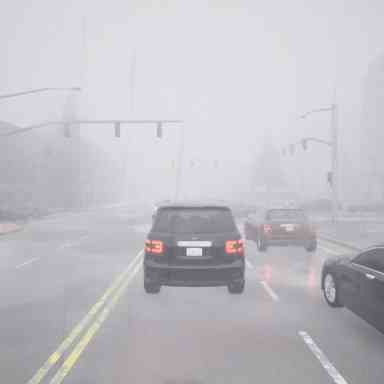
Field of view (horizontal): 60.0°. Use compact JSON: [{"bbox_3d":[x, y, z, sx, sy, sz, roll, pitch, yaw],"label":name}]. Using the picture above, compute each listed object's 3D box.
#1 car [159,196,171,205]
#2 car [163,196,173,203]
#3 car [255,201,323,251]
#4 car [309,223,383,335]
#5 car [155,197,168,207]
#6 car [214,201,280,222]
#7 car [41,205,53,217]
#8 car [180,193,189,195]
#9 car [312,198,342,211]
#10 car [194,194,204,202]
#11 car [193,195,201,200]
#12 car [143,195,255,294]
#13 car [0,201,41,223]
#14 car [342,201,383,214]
[{"bbox_3d":[-4.904,1.475,61.307,1.882,1.535,5.008,0,0,-1],"label":"car"},{"bbox_3d":[-5.079,1.549,71.188,1.994,1.385,4.181,0,0,-1],"label":"car"},{"bbox_3d":[3.535,1.351,14.138,2.097,1.767,4.553,0,0,0],"label":"car"},{"bbox_3d":[3.607,1.504,5.057,1.837,1.490,4.892,0,0,0],"label":"car"},{"bbox_3d":[-4.704,1.523,51.917,1.812,1.442,4.674,0,0,-1],"label":"car"},{"bbox_3d":[4.283,1.490,26.442,4.902,1.511,2.128,0,0,-3],"label":"car"},{"bbox_3d":[-14.727,1.490,28.856,4.902,1.511,2.128,0,0,-1],"label":"car"},{"bbox_3d":[-1.795,1.492,80.194,1.837,1.490,4.892,0,0,-1],"label":"car"},{"bbox_3d":[14.435,1.503,37.539,4.892,1.490,1.837,0,0,-2],"label":"car"},{"bbox_3d":[1.700,1.351,80.434,2.097,1.767,4.553,0,0,-1],"label":"car"},{"bbox_3d":[1.461,1.548,90.341,1.994,1.385,4.181,0,0,-1],"label":"car"},{"bbox_3d":[0.053,1.221,8.960,2.150,2.045,5.566,0,0,0],"label":"car"},{"bbox_3d":[-14.852,1.546,25.287,5.357,1.411,2.033,0,0,1],"label":"car"},{"bbox_3d":[18.485,1.599,34.147,4.718,1.301,1.895,0,0,-2],"label":"car"}]
